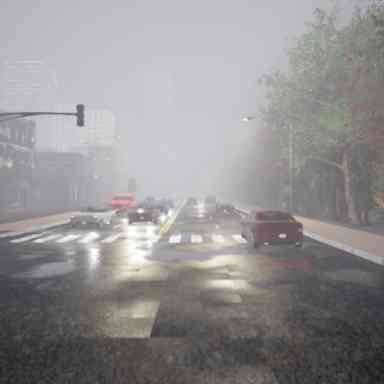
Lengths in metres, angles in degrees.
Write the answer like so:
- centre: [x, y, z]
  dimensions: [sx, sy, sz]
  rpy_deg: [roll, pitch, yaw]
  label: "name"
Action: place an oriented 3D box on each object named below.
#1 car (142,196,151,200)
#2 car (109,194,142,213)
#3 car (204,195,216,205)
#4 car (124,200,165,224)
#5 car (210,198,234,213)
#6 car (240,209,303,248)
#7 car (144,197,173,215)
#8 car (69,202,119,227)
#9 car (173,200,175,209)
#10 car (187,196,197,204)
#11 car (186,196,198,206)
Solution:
- centre: [-6.525, 1.579, 41.936]
  dimensions: [1.895, 1.301, 4.718]
  rpy_deg: [0, 0, 0]
  label: "car"
- centre: [-6.592, 1.205, 32.130]
  dimensions: [2.150, 2.045, 5.566]
  rpy_deg: [0, 0, 0]
  label: "car"
- centre: [3.282, 1.318, 59.800]
  dimensions: [2.097, 1.767, 4.553]
  rpy_deg: [0, 0, 0]
  label: "car"
- centre: [-3.350, 1.552, 24.233]
  dimensions: [1.994, 1.385, 4.181]
  rpy_deg: [0, 0, 0]
  label: "car"
- centre: [3.338, 1.582, 35.876]
  dimensions: [1.895, 1.301, 4.718]
  rpy_deg: [0, 0, 0]
  label: "car"
- centre: [3.345, 1.471, 14.748]
  dimensions: [1.882, 1.535, 5.008]
  rpy_deg: [0, 0, 0]
  label: "car"
- centre: [-3.337, 1.547, 33.751]
  dimensions: [1.994, 1.385, 4.181]
  rpy_deg: [0, 0, 0]
  label: "car"
- centre: [-6.613, 1.590, 22.588]
  dimensions: [1.895, 1.301, 4.718]
  rpy_deg: [0, 0, 1]
  label: "car"
- centre: [-3.266, 1.468, 44.002]
  dimensions: [2.128, 1.511, 4.902]
  rpy_deg: [0, 0, 0]
  label: "car"
- centre: [-0.024, 1.528, 64.111]
  dimensions: [1.994, 1.385, 4.181]
  rpy_deg: [0, 0, 0]
  label: "car"
- centre: [-0.021, 1.496, 54.107]
  dimensions: [1.812, 1.442, 4.674]
  rpy_deg: [0, 0, 0]
  label: "car"
